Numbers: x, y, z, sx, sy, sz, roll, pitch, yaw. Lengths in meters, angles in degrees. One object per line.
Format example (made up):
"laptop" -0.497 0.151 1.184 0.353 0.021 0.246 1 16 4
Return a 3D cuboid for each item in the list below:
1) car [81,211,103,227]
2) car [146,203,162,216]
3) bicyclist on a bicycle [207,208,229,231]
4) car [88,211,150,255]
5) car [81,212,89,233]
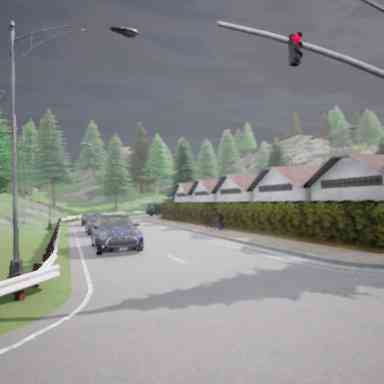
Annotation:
"car" -10.644 2.822 35.179 1.994 1.385 4.181 -1 -1 -19
"car" -4.399 2.655 51.096 5.566 2.045 2.150 -1 -2 -40
"bicyclist on a bicycle" 1.784 1.904 22.978 1.656 1.620 0.582 -1 -1 -21
"car" -3.800 1.969 16.583 2.097 1.767 4.553 -1 -1 -21
"car" -7.013 2.407 25.154 2.128 1.511 4.902 -1 -1 -20
